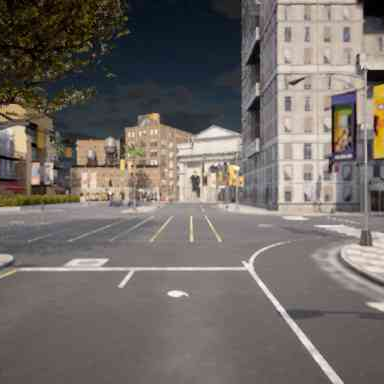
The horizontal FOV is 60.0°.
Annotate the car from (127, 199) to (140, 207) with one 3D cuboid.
[{"bbox_3d":[-11.532,2.171,66.235,2.033,1.411,5.357,0,-1,0],"label":"car"}]

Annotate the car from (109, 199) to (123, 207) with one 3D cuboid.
[{"bbox_3d":[-15.032,2.171,66.234,2.033,1.411,5.357,0,-1,0],"label":"car"}]
